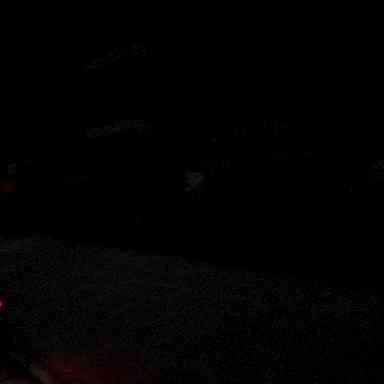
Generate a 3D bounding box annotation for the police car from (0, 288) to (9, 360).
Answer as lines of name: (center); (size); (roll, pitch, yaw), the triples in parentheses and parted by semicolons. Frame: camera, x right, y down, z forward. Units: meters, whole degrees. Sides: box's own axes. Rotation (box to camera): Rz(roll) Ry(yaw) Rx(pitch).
police car: (-4.542, 1.472, 4.922); (5.238, 1.638, 1.930); (-1, 1, 41)
